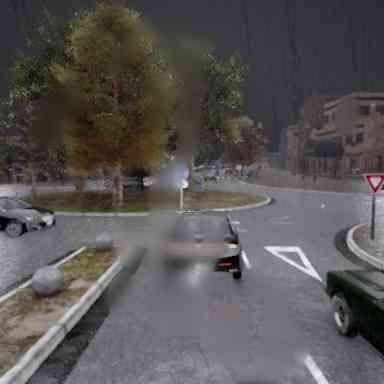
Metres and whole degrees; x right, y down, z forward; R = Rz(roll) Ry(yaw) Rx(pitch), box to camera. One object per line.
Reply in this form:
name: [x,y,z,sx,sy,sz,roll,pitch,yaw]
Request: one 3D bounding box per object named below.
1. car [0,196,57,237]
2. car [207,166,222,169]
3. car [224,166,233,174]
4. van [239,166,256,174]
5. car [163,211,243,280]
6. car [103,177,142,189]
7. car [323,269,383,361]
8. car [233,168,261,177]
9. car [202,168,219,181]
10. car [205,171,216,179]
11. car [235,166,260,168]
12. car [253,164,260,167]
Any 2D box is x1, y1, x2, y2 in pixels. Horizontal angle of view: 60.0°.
car: [-8.280,0.962,14.346,4.902,1.511,2.128,1,4,14]
car: [5.343,-4.760,80.197,2.097,1.767,4.553,1,6,9]
car: [10.446,-5.805,92.078,1.837,1.490,4.892,1,6,11]
van: [15.210,-5.952,90.857,4.442,1.987,1.878,1,6,11]
car: [0.355,1.265,9.399,2.128,1.511,4.902,0,3,3]
car: [-8.919,-1.180,42.985,4.902,1.511,2.128,-1,4,-18]
car: [3.139,1.563,3.549,1.895,1.301,4.718,0,1,0]
car: [12.376,-4.137,74.896,4.892,1.521,2.231,1,6,9]
car: [3.304,-2.935,61.223,2.097,1.767,4.553,0,5,0]
car: [3.984,-3.680,71.160,1.994,1.385,4.181,1,6,9]
car: [12.852,-4.526,77.584,4.553,1.767,2.185,1,6,9]
car: [13.720,-5.183,82.979,5.566,2.045,2.435,1,6,9]
